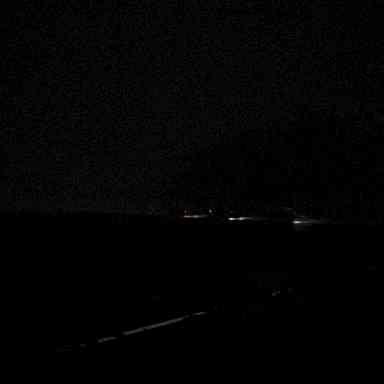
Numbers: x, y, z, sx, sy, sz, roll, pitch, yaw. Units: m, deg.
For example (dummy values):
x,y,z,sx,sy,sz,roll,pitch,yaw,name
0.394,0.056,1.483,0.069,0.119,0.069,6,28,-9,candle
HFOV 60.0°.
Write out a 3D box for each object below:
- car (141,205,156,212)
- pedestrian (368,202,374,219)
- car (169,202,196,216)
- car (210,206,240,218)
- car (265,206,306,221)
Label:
x,y,z,sx,sy,sz,roll,pitch,yaw,name
-9.387,3.569,71.277,1.812,1.442,4.674,1,-2,-33,car
18.936,1.918,35.302,0.375,1.860,0.375,-2,1,-33,pedestrian
-1.563,2.645,52.769,2.150,2.045,5.566,1,-2,-33,car
4.297,2.581,43.789,1.837,1.490,4.892,1,-2,-33,car
9.818,2.259,35.353,1.812,1.442,4.674,1,-2,-33,car
